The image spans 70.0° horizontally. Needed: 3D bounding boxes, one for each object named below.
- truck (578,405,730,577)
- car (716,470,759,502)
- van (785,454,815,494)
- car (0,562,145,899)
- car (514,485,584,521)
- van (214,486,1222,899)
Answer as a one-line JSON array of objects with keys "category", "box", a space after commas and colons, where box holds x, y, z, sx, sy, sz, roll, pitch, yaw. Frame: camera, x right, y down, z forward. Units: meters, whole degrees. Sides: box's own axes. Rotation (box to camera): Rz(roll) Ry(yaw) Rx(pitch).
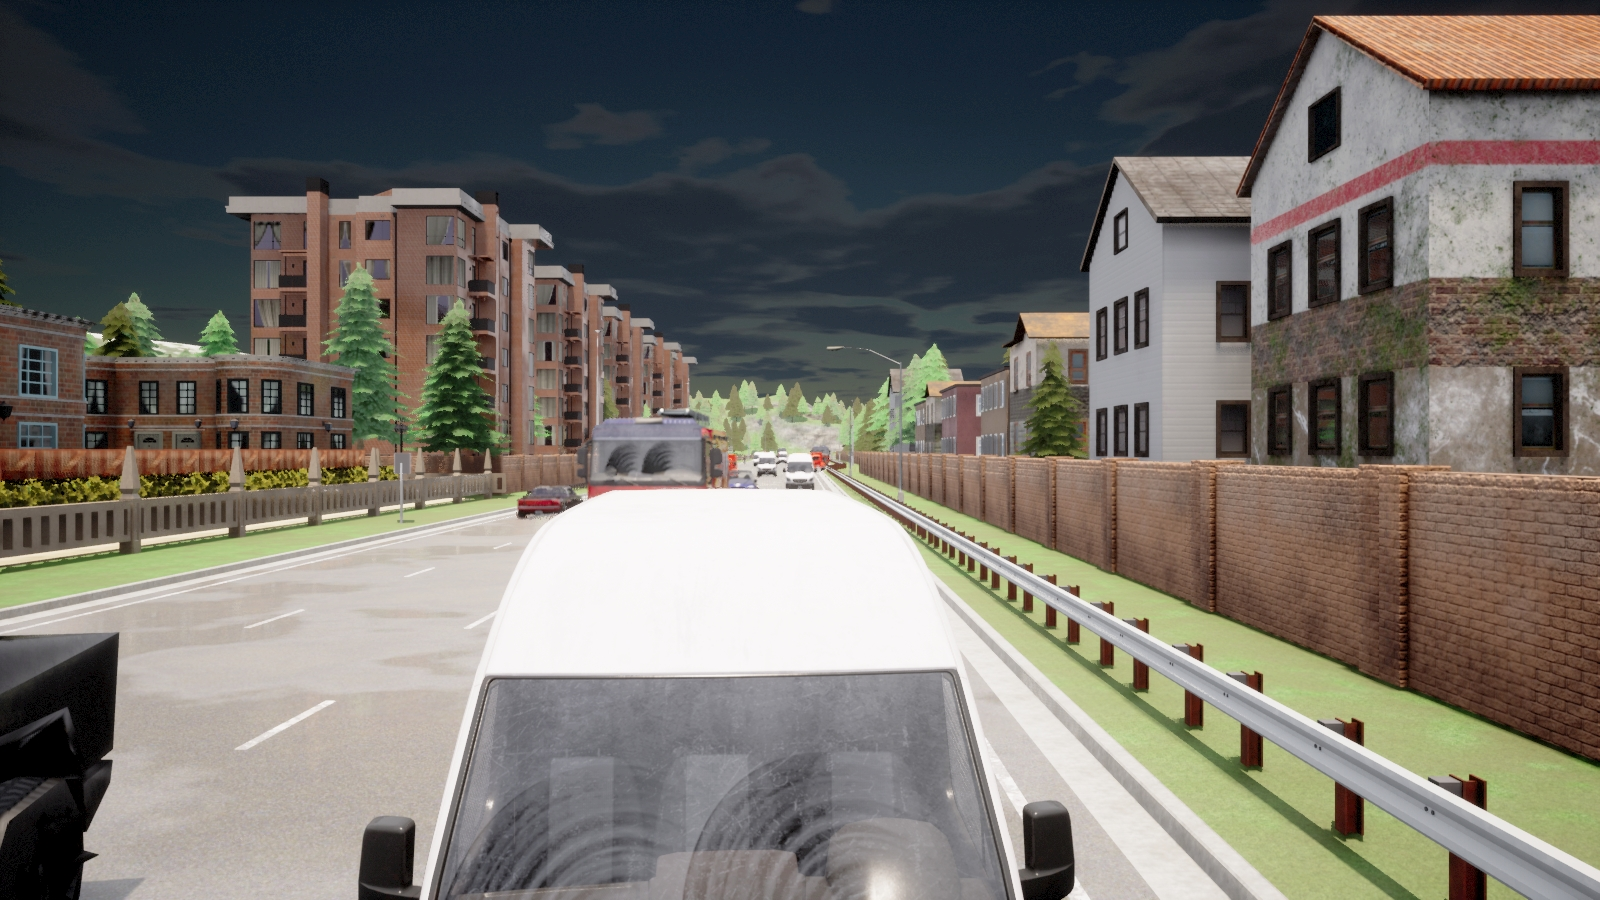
[{"category": "truck", "box": [-3.504, 0.904, 29.624, 2.891, 3.827, 8.468, 0, 0, 0]}, {"category": "car", "box": [-3.503, 1.998, 64.868, 2.242, 1.667, 4.611, 0, 0, 0]}, {"category": "van", "box": [0.001, 1.571, 77.558, 1.988, 2.561, 5.915, 0, 0, 0]}, {"category": "car", "box": [-4.725, 1.756, 3.923, 2.390, 2.098, 6.274, 0, 0, -11]}, {"category": "car", "box": [-10.480, 2.178, 48.028, 1.895, 1.301, 4.718, 0, 0, 0]}, {"category": "van", "box": [-0.349, 1.538, 5.210, 1.988, 2.561, 5.915, 0, 0, -4]}]
